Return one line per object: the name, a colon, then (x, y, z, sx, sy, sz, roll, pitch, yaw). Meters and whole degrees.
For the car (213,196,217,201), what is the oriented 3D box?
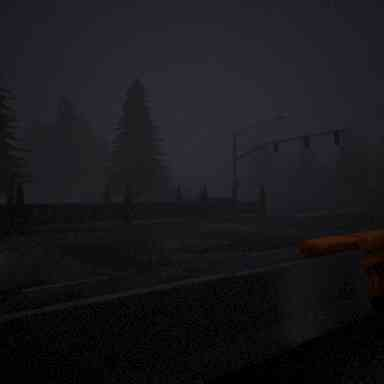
car: (3.455, 1.390, 45.564, 1.882, 1.535, 5.008, 0, 0, -35)
